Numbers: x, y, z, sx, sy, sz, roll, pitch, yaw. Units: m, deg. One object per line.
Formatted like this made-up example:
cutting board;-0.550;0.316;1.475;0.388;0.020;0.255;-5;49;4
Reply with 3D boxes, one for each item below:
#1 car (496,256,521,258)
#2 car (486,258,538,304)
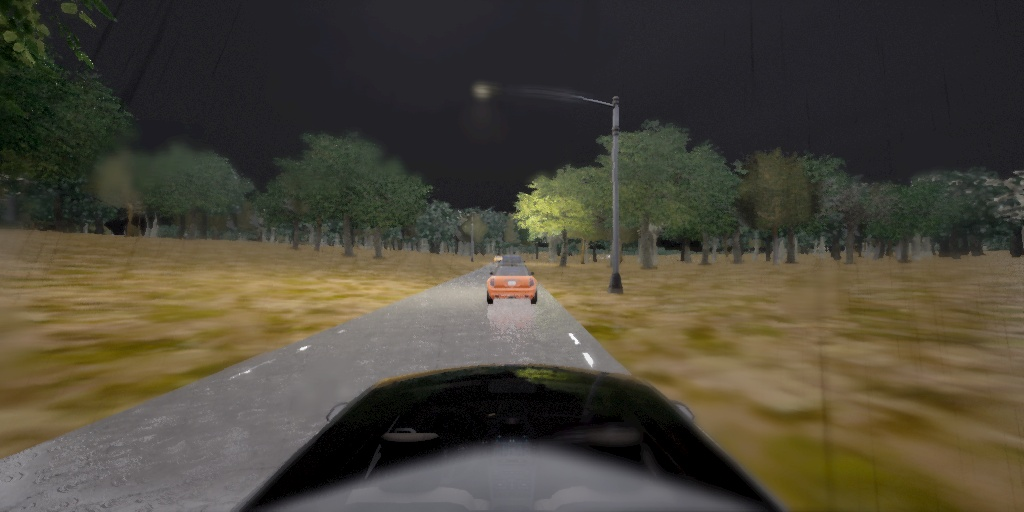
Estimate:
car;-0.001;0.987;31.545;2.150;2.045;5.566;0;0;0
car;-0.001;1.106;16.486;2.097;1.767;4.553;0;0;0
